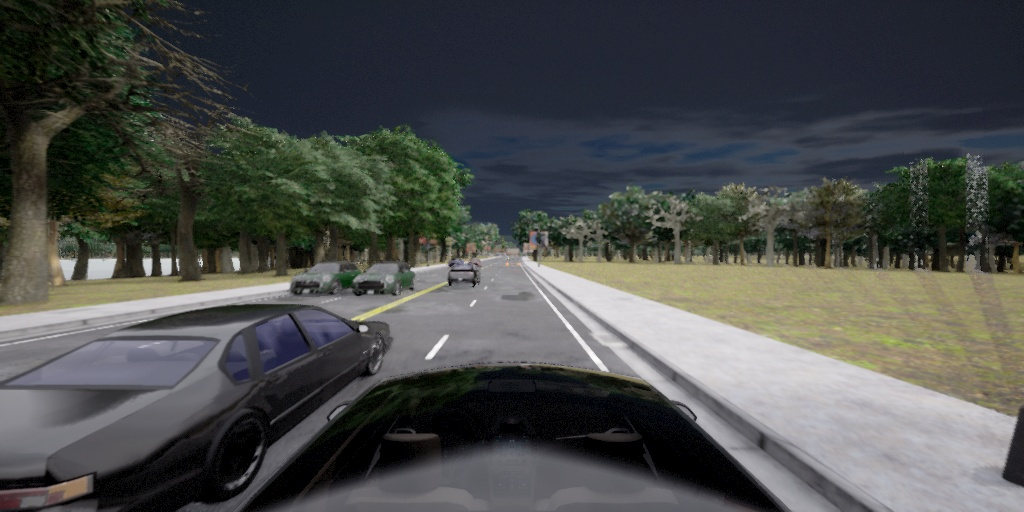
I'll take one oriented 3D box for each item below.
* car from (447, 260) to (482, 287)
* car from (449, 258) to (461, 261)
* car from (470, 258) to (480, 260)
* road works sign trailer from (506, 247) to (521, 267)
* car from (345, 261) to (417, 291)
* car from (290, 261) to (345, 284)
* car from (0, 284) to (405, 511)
[{"bbox_3d":[-3.161,1.243,24.447,2.128,1.511,4.902,0,0,0],"label":"car"},{"bbox_3d":[-9.617,1.115,61.361,2.097,1.767,4.553,0,0,1],"label":"car"},{"bbox_3d":[-6.367,1.115,61.328,2.097,1.767,4.553,0,0,1],"label":"car"},{"bbox_3d":[0.195,0.223,65.224,2.380,3.560,2.880,0,0,1],"label":"road works sign trailer"},{"bbox_3d":[-6.612,1.103,19.023,2.097,1.767,4.553,0,0,0],"label":"car"},{"bbox_3d":[-9.861,1.103,19.454,2.097,1.767,4.553,0,0,0],"label":"car"},{"bbox_3d":[-3.152,1.297,4.338,2.033,1.411,5.357,0,0,0],"label":"car"}]
